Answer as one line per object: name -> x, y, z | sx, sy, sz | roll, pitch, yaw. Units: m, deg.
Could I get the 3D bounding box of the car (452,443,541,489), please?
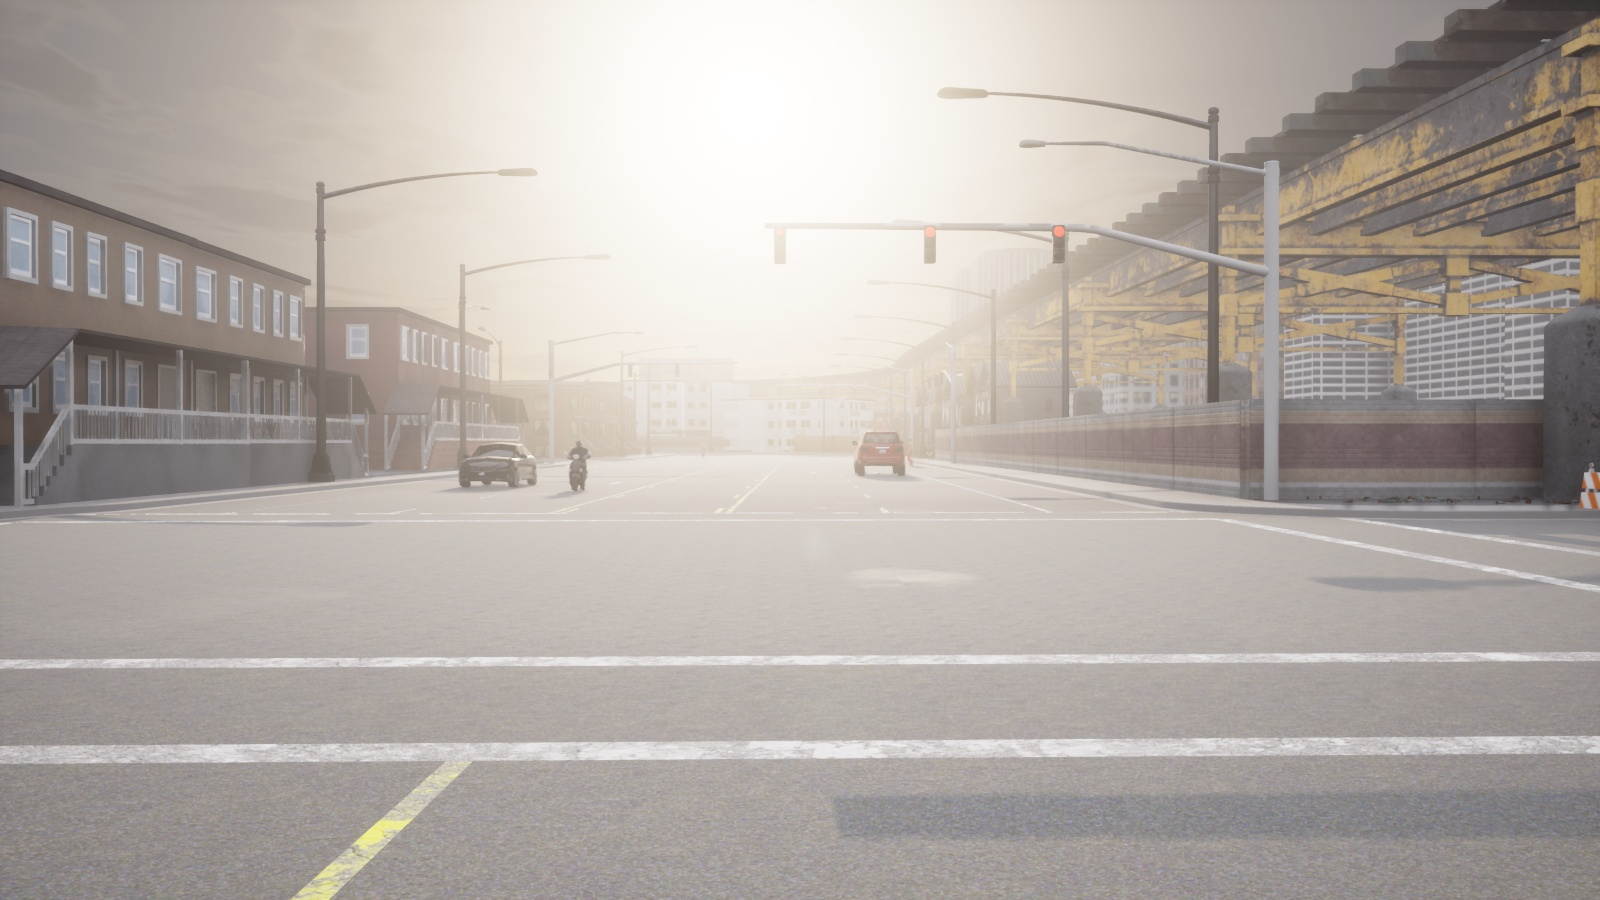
car -> -10.356, 0.499, 43.203 | 1.837, 1.490, 4.892 | 0, 0, 0

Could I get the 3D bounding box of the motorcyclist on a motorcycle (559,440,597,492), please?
motorcyclist on a motorcycle -> -6.868, 0.475, 38.895 | 0.866, 1.590, 1.817 | 0, 0, 0

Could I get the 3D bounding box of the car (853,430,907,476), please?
car -> 3.690, 0.136, 58.867 | 2.150, 2.045, 5.566 | 0, 0, 0
